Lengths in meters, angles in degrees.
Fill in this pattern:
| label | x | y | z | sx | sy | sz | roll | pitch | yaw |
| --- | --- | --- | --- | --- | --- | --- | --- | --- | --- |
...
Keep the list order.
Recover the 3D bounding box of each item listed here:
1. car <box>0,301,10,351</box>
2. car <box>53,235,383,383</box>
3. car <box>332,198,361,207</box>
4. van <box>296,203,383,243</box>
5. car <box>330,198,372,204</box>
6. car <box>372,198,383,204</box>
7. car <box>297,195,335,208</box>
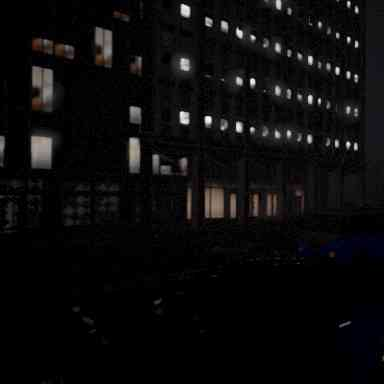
| label | x | y | z | sx | sy | sz | roll | pitch | yaw |
| --- | --- | --- | --- | --- | --- | --- | --- | --- | --- |
| car | -4.582 | 1.517 | 3.294 | 4.829 | 1.417 | 1.752 | 0 | 0 | -35 |
| car | 0.855 | 1.539 | 3.985 | 4.674 | 1.442 | 1.812 | 0 | 0 | -35 |
| car | 25.845 | 1.714 | 55.740 | 1.802 | 1.307 | 4.206 | 1 | 0 | -35 |
| van | 4.839 | 1.384 | 9.986 | 3.998 | 1.788 | 1.690 | 0 | 0 | -35 |
| car | 22.076 | 1.624 | 46.431 | 2.008 | 1.369 | 4.403 | 1 | 0 | -35 |
| car | 28.887 | 1.680 | 51.318 | 1.752 | 1.417 | 4.829 | 1 | 0 | -35 |
| car | 18.942 | 1.365 | 50.995 | 2.192 | 1.841 | 5.009 | 1 | 0 | -35 |
